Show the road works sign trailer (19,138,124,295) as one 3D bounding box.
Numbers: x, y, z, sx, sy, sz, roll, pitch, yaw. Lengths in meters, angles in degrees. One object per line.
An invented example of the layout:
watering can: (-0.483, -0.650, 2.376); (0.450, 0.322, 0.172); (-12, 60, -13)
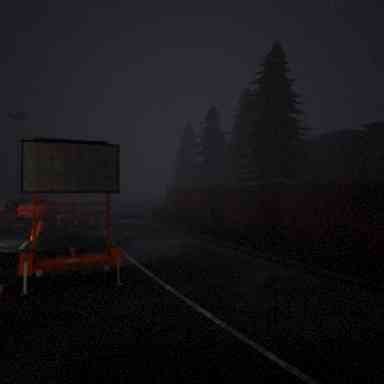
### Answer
road works sign trailer: (-3.172, 0.423, 8.844); (2.380, 3.560, 2.880); (0, 0, -21)

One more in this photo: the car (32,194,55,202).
car: (-29.846, 1.133, 67.102); (1.837, 1.490, 4.892); (0, 0, 11)

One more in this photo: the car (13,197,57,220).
car: (-12.253, 1.222, 26.580); (2.097, 1.767, 4.553); (0, 0, -13)

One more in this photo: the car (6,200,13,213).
car: (-17.008, 1.309, 33.758); (1.882, 1.535, 5.008); (0, 0, -8)
